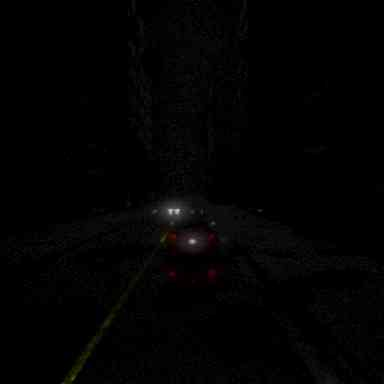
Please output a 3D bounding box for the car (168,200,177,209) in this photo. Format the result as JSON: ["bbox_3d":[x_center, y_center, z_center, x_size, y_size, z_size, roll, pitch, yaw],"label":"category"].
[{"bbox_3d":[-2.995,2.069,57.251,2.128,1.511,4.902,0,-1,0],"label":"car"}]

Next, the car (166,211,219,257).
[{"bbox_3d":[0.030,1.700,13.503,1.994,1.385,4.181,0,0,0],"label":"car"}]

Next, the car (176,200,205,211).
[{"bbox_3d":[0.032,1.643,28.427,2.097,1.767,4.553,0,-1,1],"label":"car"}]
